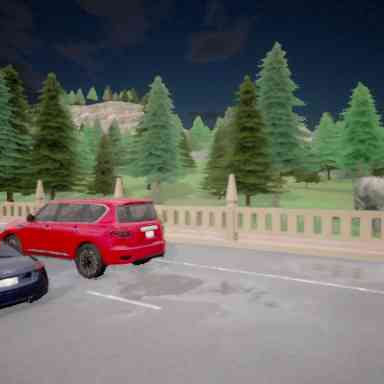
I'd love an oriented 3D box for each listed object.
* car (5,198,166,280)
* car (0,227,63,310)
[{"bbox_3d":[-3.400,1.196,10.083,5.566,2.045,2.150,0,0,31],"label":"car"},{"bbox_3d":[-4.922,1.552,6.871,4.181,1.385,1.994,0,0,31],"label":"car"}]
